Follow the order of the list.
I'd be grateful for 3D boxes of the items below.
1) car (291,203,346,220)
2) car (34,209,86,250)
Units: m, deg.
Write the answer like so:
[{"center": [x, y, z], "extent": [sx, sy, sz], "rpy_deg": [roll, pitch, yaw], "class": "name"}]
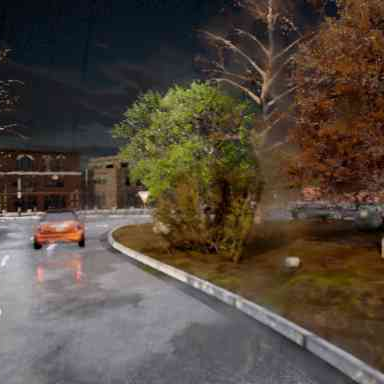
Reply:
[{"center": [10.479, 1.599, 27.747], "extent": [4.181, 1.385, 1.994], "rpy_deg": [-1, -1, 5], "class": "car"}, {"center": [-6.385, 1.642, 16.401], "extent": [2.097, 1.767, 4.553], "rpy_deg": [-1, -1, -18], "class": "car"}]
